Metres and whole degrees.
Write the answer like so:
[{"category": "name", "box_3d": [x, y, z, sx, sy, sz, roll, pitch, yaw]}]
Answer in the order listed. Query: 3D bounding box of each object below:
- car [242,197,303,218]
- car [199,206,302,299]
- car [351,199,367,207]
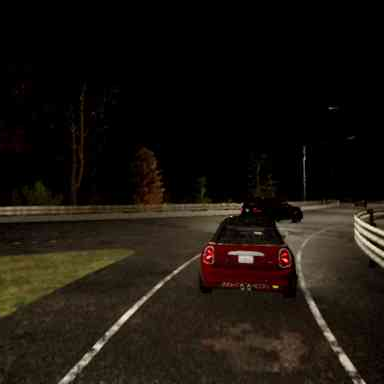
[{"category": "car", "box_3d": [6.248, 1.476, 26.008, 5.566, 2.045, 2.150, 0, 0, -35]}, {"category": "car", "box_3d": [1.558, 1.440, 8.984, 2.097, 1.767, 4.553, 0, -1, 12]}, {"category": "car", "box_3d": [32.503, 2.181, 64.046, 2.128, 1.511, 4.902, 0, -1, 31]}]
